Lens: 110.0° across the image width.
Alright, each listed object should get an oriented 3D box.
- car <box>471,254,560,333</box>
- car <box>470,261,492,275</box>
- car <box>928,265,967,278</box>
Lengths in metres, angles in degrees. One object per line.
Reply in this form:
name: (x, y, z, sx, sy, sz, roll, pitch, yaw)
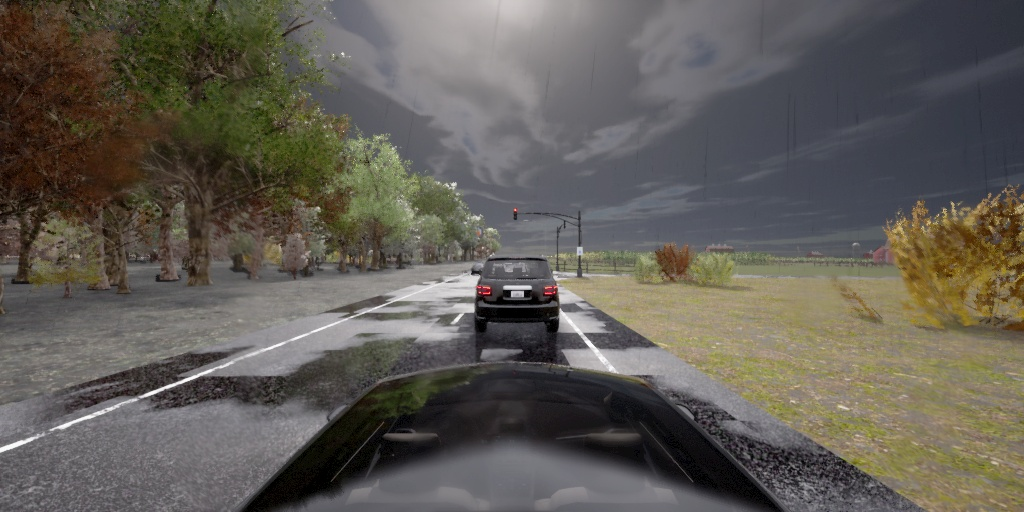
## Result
car: (0.119, 0.974, 10.945, 2.150, 2.045, 5.566, 0, 0, 0)
car: (-3.325, 1.322, 39.434, 1.994, 1.385, 4.181, 0, 0, 0)
car: (48.590, 1.783, 39.226, 4.892, 1.490, 1.837, 1, -1, 0)
